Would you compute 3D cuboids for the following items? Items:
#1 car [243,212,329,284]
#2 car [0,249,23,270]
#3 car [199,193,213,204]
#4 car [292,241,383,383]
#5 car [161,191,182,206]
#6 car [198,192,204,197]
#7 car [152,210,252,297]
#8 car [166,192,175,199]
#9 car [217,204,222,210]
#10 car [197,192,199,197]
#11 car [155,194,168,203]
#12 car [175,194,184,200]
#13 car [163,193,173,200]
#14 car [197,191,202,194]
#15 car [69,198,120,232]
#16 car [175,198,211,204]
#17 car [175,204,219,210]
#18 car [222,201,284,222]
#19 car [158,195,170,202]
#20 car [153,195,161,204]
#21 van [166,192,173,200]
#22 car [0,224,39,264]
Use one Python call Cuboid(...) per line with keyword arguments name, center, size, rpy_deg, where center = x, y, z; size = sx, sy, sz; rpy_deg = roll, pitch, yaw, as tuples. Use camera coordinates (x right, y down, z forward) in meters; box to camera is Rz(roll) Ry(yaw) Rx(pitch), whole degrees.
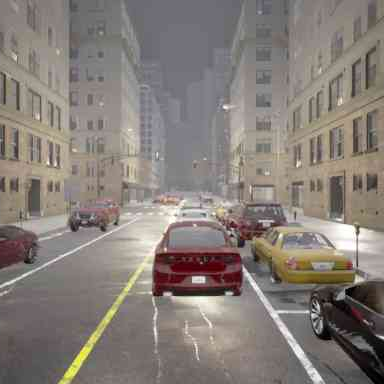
Cuboid(name="car", center=(2.766, 1.520, 9.349), size=(1.752, 1.417, 4.829), rpy_deg=(0, 0, 0))
Cuboid(name="car", center=(-3.100, 1.505, 1.785), size=(1.837, 1.490, 4.892), rpy_deg=(0, 0, 0))
Cuboid(name="car", center=(2.770, 1.367, 57.943), size=(2.008, 1.369, 4.403), rpy_deg=(0, 0, 0))
Cuboid(name="car", center=(2.765, 1.566, 3.628), size=(1.947, 1.339, 4.313), rpy_deg=(0, 0, 0))
Cuboid(name="car", center=(-3.147, 1.204, 51.783), size=(2.097, 1.767, 4.553), rpy_deg=(0, 0, 2))
Cuboid(name="car", center=(2.772, 1.271, 68.959), size=(1.752, 1.417, 4.829), rpy_deg=(1, 0, 0))
Cuboid(name="car", center=(0.073, 1.473, 8.636), size=(1.882, 1.535, 5.008), rpy_deg=(0, 0, -1))
Cuboid(name="car", center=(-5.750, 0.899, 90.488), size=(2.192, 1.841, 5.009), rpy_deg=(1, 0, 0))
Cuboid(name="car", center=(2.767, 1.558, 20.285), size=(1.802, 1.307, 4.206), rpy_deg=(0, 0, 0))
Cuboid(name="car", center=(2.772, 1.250, 79.639), size=(1.802, 1.307, 4.206), rpy_deg=(1, 0, 0))
Cuboid(name="car", center=(-5.753, 1.224, 63.374), size=(1.967, 1.590, 4.097), rpy_deg=(1, 0, 0))
Cuboid(name="car", center=(-2.998, 1.183, 80.786), size=(1.812, 1.442, 4.674), rpy_deg=(0, 0, 0))
Cuboid(name="car", center=(-5.752, 1.108, 79.644), size=(1.967, 1.590, 4.097), rpy_deg=(1, 0, 0))
Cuboid(name="car", center=(2.774, 1.024, 90.483), size=(1.967, 1.590, 4.097), rpy_deg=(1, 0, 0))
Cuboid(name="car", center=(-5.757, 1.291, 20.292), size=(2.192, 1.841, 5.009), rpy_deg=(0, 0, 0))
Cuboid(name="car", center=(0.074, 1.454, 25.333), size=(2.128, 1.511, 4.902), rpy_deg=(0, 0, 0))
Cuboid(name="car", center=(0.099, 1.510, 16.191), size=(1.812, 1.442, 4.674), rpy_deg=(0, 0, 0))
Cuboid(name="car", center=(2.768, 1.302, 14.734), size=(2.192, 1.841, 5.009), rpy_deg=(0, 0, 0))
Cuboid(name="car", center=(-5.754, 1.292, 68.798), size=(1.887, 1.381, 4.507), rpy_deg=(1, 0, 0))
Cuboid(name="car", center=(-5.755, 1.361, 57.951), size=(1.887, 1.381, 4.507), rpy_deg=(0, 0, 0))
Cuboid(name="van", center=(-5.750, 0.967, 85.066), size=(1.690, 1.788, 3.998), rpy_deg=(1, 0, 0))
Cuboid(name="car", center=(-5.760, 1.577, 9.187), size=(1.802, 1.307, 4.206), rpy_deg=(0, 0, 0))
